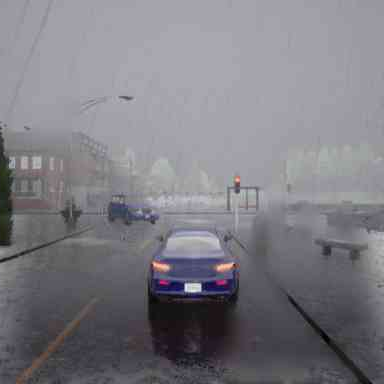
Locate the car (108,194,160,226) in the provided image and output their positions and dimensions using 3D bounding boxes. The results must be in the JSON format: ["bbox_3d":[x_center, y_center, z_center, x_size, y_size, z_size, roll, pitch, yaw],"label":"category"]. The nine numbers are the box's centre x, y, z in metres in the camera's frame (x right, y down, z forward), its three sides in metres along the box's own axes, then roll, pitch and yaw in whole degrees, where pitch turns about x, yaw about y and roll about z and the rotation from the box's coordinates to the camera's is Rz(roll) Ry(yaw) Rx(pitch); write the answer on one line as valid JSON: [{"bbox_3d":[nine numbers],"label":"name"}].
[{"bbox_3d":[-4.298,1.219,23.860,2.150,2.045,5.566,2,-1,-32],"label":"car"}]

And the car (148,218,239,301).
[{"bbox_3d":[0.040,1.525,8.187,1.812,1.442,4.674,0,0,1],"label":"car"}]
